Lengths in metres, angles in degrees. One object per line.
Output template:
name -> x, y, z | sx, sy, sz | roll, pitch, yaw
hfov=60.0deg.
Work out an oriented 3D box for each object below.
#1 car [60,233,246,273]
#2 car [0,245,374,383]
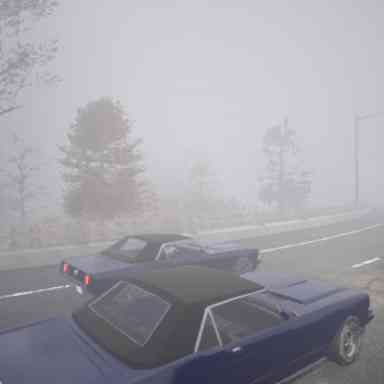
car -> -0.476, 1.643, 7.966 | 4.718, 1.301, 1.895 | 0, 0, -38
car -> 0.281, 1.621, 4.070 | 4.718, 1.301, 1.895 | 0, 0, -37
